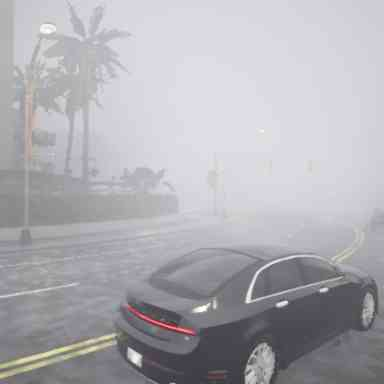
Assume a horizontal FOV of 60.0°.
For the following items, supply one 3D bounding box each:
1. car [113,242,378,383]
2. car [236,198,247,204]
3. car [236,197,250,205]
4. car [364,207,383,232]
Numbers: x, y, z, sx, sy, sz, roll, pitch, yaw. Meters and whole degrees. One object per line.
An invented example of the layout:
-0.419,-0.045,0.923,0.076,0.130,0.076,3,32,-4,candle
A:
1.203,1.562,5.209,4.892,1.490,1.837,1,0,-41,car
14.059,2.469,93.859,2.231,1.521,4.892,0,-1,18,car
11.737,2.290,76.816,2.097,1.535,5.008,0,-1,8,car
12.685,1.770,21.998,1.837,1.490,4.892,0,-1,23,car
